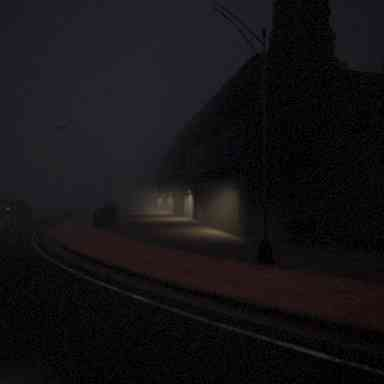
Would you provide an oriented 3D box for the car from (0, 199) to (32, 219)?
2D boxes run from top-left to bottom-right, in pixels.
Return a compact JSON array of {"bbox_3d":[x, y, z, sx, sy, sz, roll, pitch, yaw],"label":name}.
[{"bbox_3d":[-18.770,1.744,35.483,2.150,2.045,5.566,0,-1,-13],"label":"car"}]
